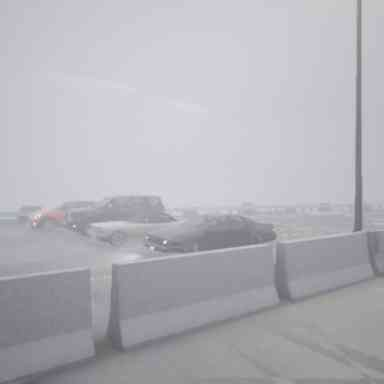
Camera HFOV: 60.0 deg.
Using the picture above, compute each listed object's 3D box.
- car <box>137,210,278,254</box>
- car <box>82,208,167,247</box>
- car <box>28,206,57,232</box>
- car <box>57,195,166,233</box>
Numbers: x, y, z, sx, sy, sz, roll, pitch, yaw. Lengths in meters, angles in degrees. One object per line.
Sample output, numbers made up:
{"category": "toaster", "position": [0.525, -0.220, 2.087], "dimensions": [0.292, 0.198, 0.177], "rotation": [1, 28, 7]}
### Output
{"category": "car", "position": [0.883, 1.541, 12.849], "dimensions": [5.357, 1.411, 2.033], "rotation": [0, 0, -32]}
{"category": "car", "position": [-2.186, 1.584, 15.014], "dimensions": [4.718, 1.301, 1.895], "rotation": [0, 0, -33]}
{"category": "car", "position": [-7.314, 1.316, 19.974], "dimensions": [4.553, 1.767, 2.097], "rotation": [0, 0, -33]}
{"category": "car", "position": [-3.996, 1.197, 18.007], "dimensions": [5.566, 2.045, 2.150], "rotation": [0, 0, -33]}
